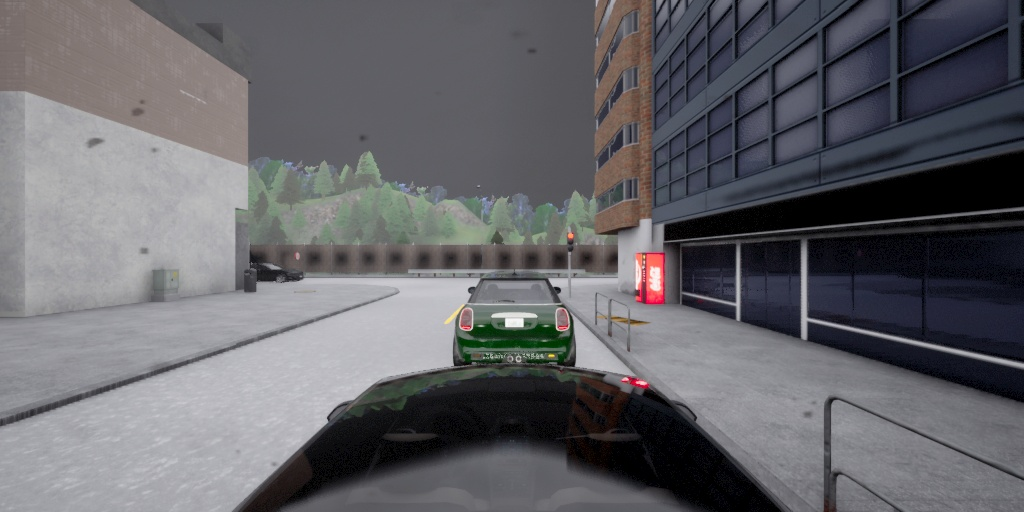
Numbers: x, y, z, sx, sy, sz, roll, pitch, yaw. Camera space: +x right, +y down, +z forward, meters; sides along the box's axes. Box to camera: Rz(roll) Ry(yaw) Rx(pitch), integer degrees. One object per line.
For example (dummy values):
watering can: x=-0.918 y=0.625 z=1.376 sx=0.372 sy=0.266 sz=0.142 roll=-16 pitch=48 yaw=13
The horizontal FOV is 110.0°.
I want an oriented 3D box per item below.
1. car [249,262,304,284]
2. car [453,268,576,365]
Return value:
car: x=-17.976 y=1.228 z=26.273 sx=5.008 sy=1.535 sz=1.882 roll=0 pitch=0 yaw=0
car: x=0.055 y=1.102 z=7.939 sx=2.097 sy=1.767 sz=4.553 roll=0 pitch=0 yaw=0
